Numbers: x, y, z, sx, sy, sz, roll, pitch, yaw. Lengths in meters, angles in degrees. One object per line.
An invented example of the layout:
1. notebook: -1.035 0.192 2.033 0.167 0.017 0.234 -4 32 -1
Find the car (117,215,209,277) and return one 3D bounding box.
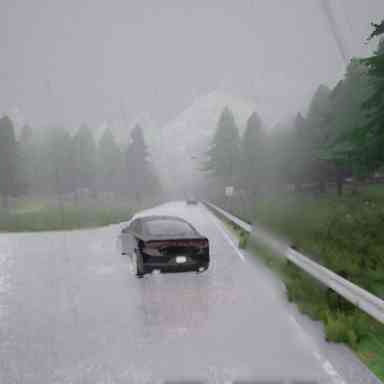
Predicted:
1. car: -1.078 1.457 10.367 1.882 1.535 5.008 1 0 -19

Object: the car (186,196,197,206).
1. car: -0.008 1.686 57.907 1.895 1.301 4.718 0 0 0

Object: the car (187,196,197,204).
1. car: -0.010 1.610 67.870 1.837 1.490 4.892 0 0 0
